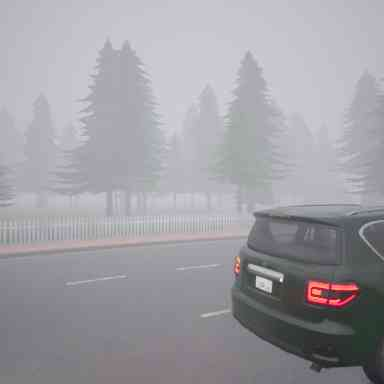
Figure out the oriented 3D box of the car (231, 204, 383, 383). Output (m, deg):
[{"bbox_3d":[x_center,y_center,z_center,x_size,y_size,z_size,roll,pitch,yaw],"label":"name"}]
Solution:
[{"bbox_3d":[3.260,1.222,5.320,5.566,2.045,2.150,0,0,-28],"label":"car"}]
